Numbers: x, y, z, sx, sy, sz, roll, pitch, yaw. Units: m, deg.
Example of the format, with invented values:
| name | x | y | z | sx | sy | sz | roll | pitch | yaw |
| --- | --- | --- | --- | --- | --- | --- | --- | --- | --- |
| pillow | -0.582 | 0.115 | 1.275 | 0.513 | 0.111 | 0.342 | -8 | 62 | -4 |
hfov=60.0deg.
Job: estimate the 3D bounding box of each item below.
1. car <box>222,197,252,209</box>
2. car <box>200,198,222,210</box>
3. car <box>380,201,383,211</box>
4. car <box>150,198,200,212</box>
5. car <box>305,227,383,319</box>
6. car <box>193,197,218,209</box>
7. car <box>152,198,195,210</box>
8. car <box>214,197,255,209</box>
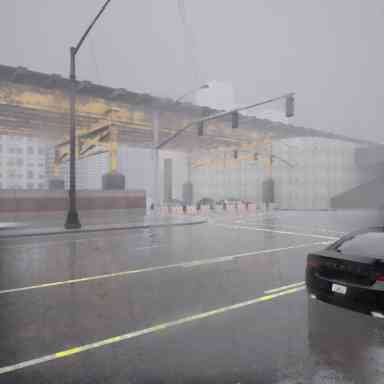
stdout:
| name | x | y | z | sx | sy | sz | roll | pitch | yaw |
| --- | --- | --- | --- | --- | --- | --- | --- | --- | --- |
| car | 5.538 | 1.295 | 43.743 | 4.536 | 1.218 | 1.853 | 0 | 0 | -7 |
| car | 1.712 | 1.453 | 39.957 | 2.038 | 1.542 | 4.974 | 0 | 0 | 18 |
| car | 24.243 | 1.491 | 39.771 | 4.902 | 1.511 | 2.128 | 0 | 0 | -37 |
| car | -2.010 | 1.453 | 37.240 | 4.974 | 1.542 | 2.038 | 0 | 0 | 8 |
| car | 4.486 | 1.478 | 7.043 | 5.008 | 1.535 | 1.882 | 0 | 0 | -36 |
| car | 1.727 | 1.295 | 40.006 | 1.853 | 1.218 | 4.536 | 0 | 0 | 18 |
| car | -2.061 | 1.295 | 37.246 | 4.536 | 1.218 | 1.853 | 0 | 0 | 8 |
| car | 5.590 | 1.453 | 43.750 | 4.974 | 1.542 | 2.038 | 0 | 0 | -7 |
